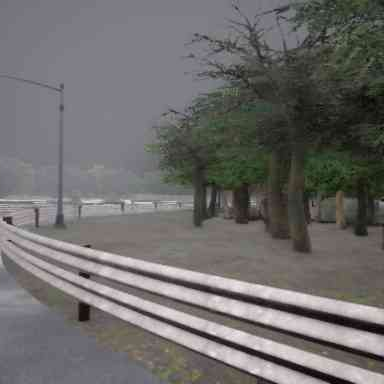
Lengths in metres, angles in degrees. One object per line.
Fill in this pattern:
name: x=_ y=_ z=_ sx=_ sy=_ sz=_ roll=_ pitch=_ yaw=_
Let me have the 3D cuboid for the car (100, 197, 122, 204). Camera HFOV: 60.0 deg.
car: x=-14.703 y=2.001 z=62.396 sx=2.150 sy=2.045 sz=5.566 roll=1 pitch=-1 yaw=31
